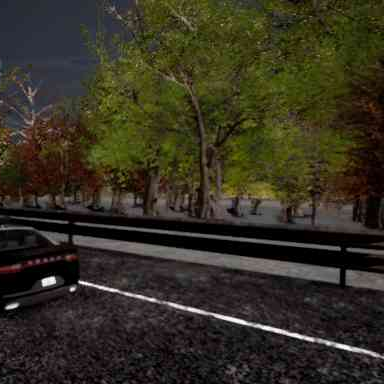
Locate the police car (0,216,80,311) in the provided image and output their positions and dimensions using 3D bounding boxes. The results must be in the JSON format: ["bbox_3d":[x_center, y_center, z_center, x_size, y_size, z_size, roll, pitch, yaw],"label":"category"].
[{"bbox_3d":[-4.663,1.360,7.313,5.238,1.638,1.930,0,0,34],"label":"police car"}]
